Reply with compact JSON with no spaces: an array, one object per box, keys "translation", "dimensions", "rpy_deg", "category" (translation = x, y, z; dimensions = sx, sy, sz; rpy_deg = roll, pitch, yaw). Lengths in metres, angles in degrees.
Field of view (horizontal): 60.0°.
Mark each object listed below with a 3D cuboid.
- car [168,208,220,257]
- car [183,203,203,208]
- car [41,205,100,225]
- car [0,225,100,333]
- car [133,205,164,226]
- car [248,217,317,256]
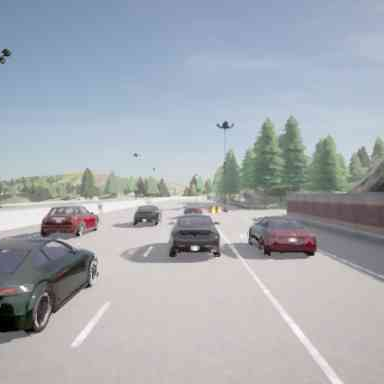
[{"translation":[0.096,1.651,13.650],"dimensions":[1.837,1.490,4.892],"rpy_deg":[0,0,0],"category":"car"},{"translation":[0.094,1.878,33.511],"dimensions":[1.812,1.442,4.674],"rpy_deg":[0,0,0],"category":"car"},{"translation":[-6.905,1.555,19.364],"dimensions":[2.097,1.767,4.553],"rpy_deg":[0,-1,0],"category":"car"},{"translation":[-3.403,1.638,6.920],"dimensions":[1.994,1.385,4.181],"rpy_deg":[0,-1,0],"category":"car"},{"translation":[-3.406,1.783,26.294],"dimensions":[1.837,1.490,4.892],"rpy_deg":[0,0,0],"category":"car"},{"translation":[3.595,1.711,13.897],"dimensions":[1.994,1.385,4.181],"rpy_deg":[0,-1,0],"category":"car"}]
